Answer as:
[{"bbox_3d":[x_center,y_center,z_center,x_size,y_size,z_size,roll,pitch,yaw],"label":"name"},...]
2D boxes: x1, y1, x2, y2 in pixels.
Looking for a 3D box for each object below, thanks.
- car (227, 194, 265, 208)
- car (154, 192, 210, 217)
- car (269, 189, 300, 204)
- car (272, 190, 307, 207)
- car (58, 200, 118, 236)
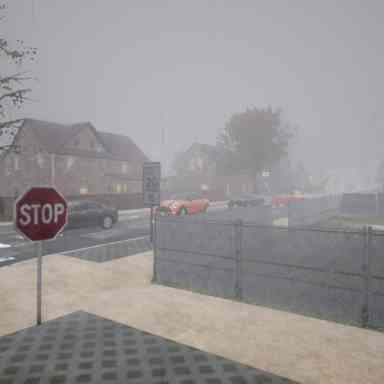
[{"bbox_3d":[5.213,0.837,31.886,1.895,1.301,4.718,1,2,35],"label":"car"},{"bbox_3d":[-0.617,0.824,23.698,2.097,1.767,4.553,1,2,35],"label":"car"},{"bbox_3d":[11.309,0.484,40.394,2.128,1.511,4.902,1,2,36],"label":"car"},{"bbox_3d":[10.099,0.532,33.673,2.097,1.767,4.553,1,2,35],"label":"car"},{"bbox_3d":[-5.849,1.189,16.349,1.837,1.490,4.892,1,2,36],"label":"car"}]
